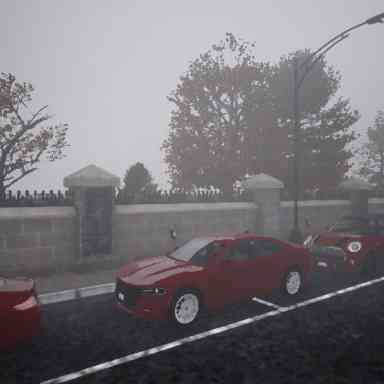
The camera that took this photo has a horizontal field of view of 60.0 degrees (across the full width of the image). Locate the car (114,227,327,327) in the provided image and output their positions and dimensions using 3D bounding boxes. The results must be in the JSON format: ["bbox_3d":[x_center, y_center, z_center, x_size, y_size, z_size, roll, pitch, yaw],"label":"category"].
[{"bbox_3d":[0.620,1.547,7.002,4.507,1.381,1.887,0,0,-35],"label":"car"}]

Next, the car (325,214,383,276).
[{"bbox_3d":[5.203,1.449,10.270,4.097,1.590,1.967,0,0,-35],"label":"car"}]

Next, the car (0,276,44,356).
[{"bbox_3d":[-3.962,1.582,3.733,4.206,1.307,1.802,0,0,-35],"label":"car"}]
